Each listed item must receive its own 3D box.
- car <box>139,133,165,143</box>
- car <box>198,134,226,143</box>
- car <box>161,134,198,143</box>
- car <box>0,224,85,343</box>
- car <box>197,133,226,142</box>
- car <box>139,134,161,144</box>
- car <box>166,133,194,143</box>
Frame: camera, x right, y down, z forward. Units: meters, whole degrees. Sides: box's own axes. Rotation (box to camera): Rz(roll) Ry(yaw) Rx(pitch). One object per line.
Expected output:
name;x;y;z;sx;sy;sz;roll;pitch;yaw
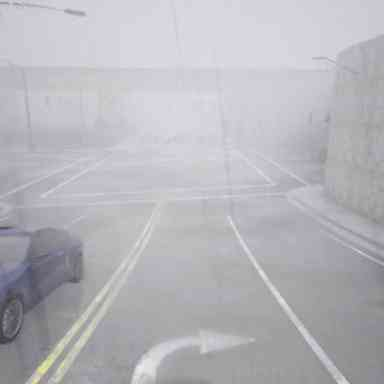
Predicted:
car;-6.657;-9.050;55.562;4.536;1.218;1.853;13;19;42
car;3.361;-9.059;56.272;4.974;1.542;2.038;7;15;28
car;-2.011;-8.883;55.542;4.974;1.542;2.038;-10;17;-35
car;-3.537;1.429;6.491;1.812;1.442;4.674;0;2;1
car;3.316;-9.218;56.259;4.536;1.218;1.853;7;15;28
car;-6.619;-8.888;55.564;4.974;1.542;2.038;13;19;42
car;-1.969;-9.044;55.535;4.536;1.218;1.853;-10;17;-35
